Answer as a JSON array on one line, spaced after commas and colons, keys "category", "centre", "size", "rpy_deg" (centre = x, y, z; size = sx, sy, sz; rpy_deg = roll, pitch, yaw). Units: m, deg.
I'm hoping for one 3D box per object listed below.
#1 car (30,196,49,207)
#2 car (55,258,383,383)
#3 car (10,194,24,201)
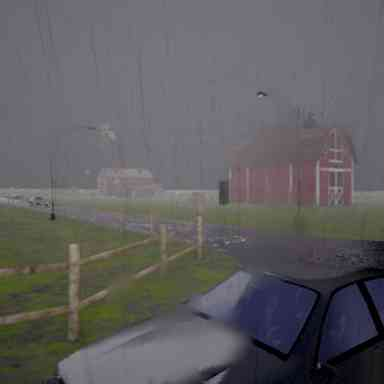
[{"category": "car", "centre": [-21.940, 1.392, 47.717], "size": [1.837, 1.490, 4.892], "rpy_deg": [-1, 1, -36]}, {"category": "car", "centre": [1.293, 1.574, 3.855], "size": [5.357, 1.411, 2.033], "rpy_deg": [1, 0, -35]}, {"category": "car", "centre": [-40.692, 1.201, 77.884], "size": [1.837, 1.490, 4.892], "rpy_deg": [-1, 1, -36]}]
